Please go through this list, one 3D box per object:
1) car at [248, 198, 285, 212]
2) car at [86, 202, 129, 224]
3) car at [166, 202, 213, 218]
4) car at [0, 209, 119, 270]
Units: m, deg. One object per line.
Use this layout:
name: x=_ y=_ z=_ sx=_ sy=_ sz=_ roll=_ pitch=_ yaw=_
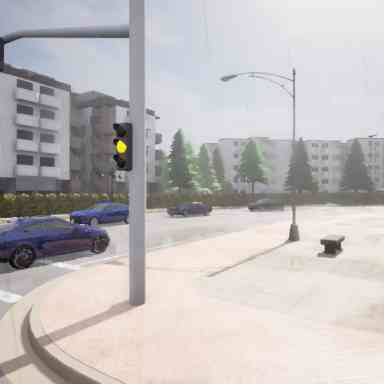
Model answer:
car: x=8.681 y=1.477 z=38.805 sx=5.008 sy=1.535 sz=1.882 roll=0 pitch=0 yaw=-35
car: x=-5.950 y=1.477 z=22.606 sx=1.882 sy=1.535 sz=5.008 roll=0 pitch=0 yaw=34
car: x=-0.190 y=1.601 z=30.599 sx=1.895 sy=1.301 sz=4.718 roll=0 pitch=0 yaw=39
car: x=-4.906 y=1.525 z=11.153 sx=1.812 sy=1.442 sz=4.674 roll=0 pitch=0 yaw=33
